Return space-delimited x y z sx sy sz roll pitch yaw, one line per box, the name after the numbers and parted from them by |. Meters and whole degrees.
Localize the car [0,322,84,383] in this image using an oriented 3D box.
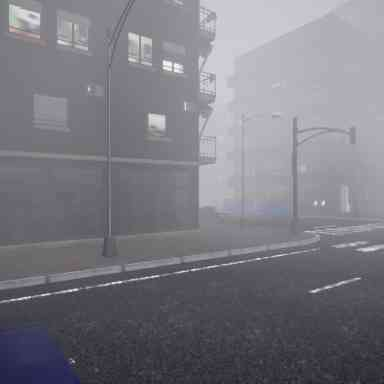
-2.978 1.601 1.562 4.718 1.301 1.895 0 0 -35 | car

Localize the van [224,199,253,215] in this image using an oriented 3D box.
5.213 1.676 38.087 1.690 1.788 3.998 -1 0 -36 | van

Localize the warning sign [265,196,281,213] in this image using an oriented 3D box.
9.019 1.400 36.960 1.300 1.860 1.060 1 0 -36 | warning sign

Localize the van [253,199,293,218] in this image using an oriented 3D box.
8.528 1.603 33.571 1.690 1.788 3.998 -1 0 -36 | van

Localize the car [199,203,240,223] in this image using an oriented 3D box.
1.788 1.874 28.654 1.802 1.307 4.206 -1 0 -36 | car
